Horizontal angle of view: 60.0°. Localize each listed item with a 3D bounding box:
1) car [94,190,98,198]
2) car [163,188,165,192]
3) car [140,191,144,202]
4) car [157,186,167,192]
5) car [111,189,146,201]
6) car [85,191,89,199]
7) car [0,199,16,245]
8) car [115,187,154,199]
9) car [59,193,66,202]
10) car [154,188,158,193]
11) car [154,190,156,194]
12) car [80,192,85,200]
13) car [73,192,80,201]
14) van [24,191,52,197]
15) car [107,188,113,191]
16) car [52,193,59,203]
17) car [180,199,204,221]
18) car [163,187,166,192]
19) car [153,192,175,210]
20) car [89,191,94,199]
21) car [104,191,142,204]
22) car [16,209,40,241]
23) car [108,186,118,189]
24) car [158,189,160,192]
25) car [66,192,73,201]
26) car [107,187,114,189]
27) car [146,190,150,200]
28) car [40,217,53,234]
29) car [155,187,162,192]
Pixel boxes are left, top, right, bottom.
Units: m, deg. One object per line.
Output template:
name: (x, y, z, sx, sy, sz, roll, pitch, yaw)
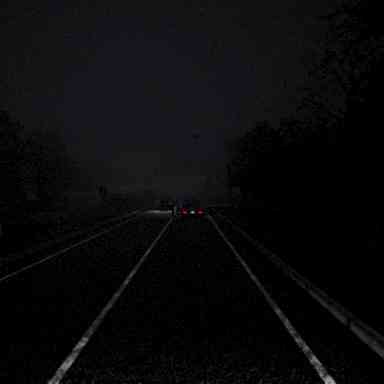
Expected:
car: (-23.142, 0.682, 70.031, 5.008, 1.535, 2.097, 0, 1, 0)
car: (-9.988, 0.264, 84.061, 4.674, 1.452, 2.002, 0, 3, 0)
car: (-10.210, 0.963, 50.629, 4.792, 1.488, 2.163, 0, 0, 0)
car: (-9.948, -0.019, 89.632, 5.008, 1.535, 2.097, 0, 3, 0)
car: (-10.196, 0.799, 53.414, 4.553, 1.767, 2.185, 0, 0, 0)
car: (-23.151, 0.834, 64.451, 4.792, 1.488, 2.163, 0, 1, 0)
car: (-10.138, 1.309, 12.481, 5.566, 2.045, 2.435, 0, 0, 0)
car: (-10.160, 0.634, 58.985, 5.566, 2.045, 2.435, 0, 1, 0)
car: (-23.248, 0.961, 53.297, 4.674, 1.452, 2.002, 0, 0, 0)
car: (-10.036, 0.557, 70.133, 4.553, 1.767, 2.185, 0, 1, 0)
car: (-10.070, 0.836, 64.556, 4.792, 1.488, 2.163, 0, 1, 0)
car: (-23.381, 0.843, 61.797, 5.366, 1.575, 1.946, 0, 1, 0)
car: (-23.397, 0.877, 59.001, 5.366, 1.575, 1.946, 0, 1, 0)
van: (-23.150, 0.712, 47.837, 4.442, 1.987, 1.878, 1, 0, 0)
car: (-22.897, 0.331, 81.177, 5.366, 1.575, 1.946, 0, 2, 0)
car: (-23.264, 0.968, 50.512, 4.674, 1.452, 2.002, 0, 0, 0)
car: (0.038, 1.538, 26.820, 2.033, 1.411, 5.357, 0, 0, 0)
car: (-9.963, 0.107, 86.846, 5.008, 1.535, 2.097, 0, 2, 0)
car: (-3.366, 1.270, 42.726, 2.097, 1.767, 4.553, 0, 1, 0)
car: (-23.159, 0.747, 67.242, 5.008, 1.535, 2.097, 0, 1, 0)
car: (-10.168, 0.970, 47.845, 4.792, 1.488, 2.163, 0, 0, 0)
car: (-10.101, 1.573, 15.255, 5.008, 1.535, 2.097, 0, 0, 0)
car: (-23.078, -0.142, 86.741, 5.566, 2.045, 2.435, 0, 2, 0)
car: (-10.021, 0.638, 72.924, 4.792, 1.488, 2.163, 0, 2, 0)
car: (-23.257, 0.934, 56.209, 4.792, 1.488, 2.163, 0, 0, 0)
car: (-23.072, 0.225, 83.965, 5.008, 1.535, 2.097, 0, 2, 0)
car: (-10.143, 0.910, 56.194, 5.008, 1.535, 2.097, 0, 1, 0)
car: (-10.053, 1.616, 18.031, 4.792, 1.488, 2.163, 0, 0, 0)
car: (-10.049, 0.309, 78.491, 4.553, 1.767, 2.185, 0, 2, 0)
